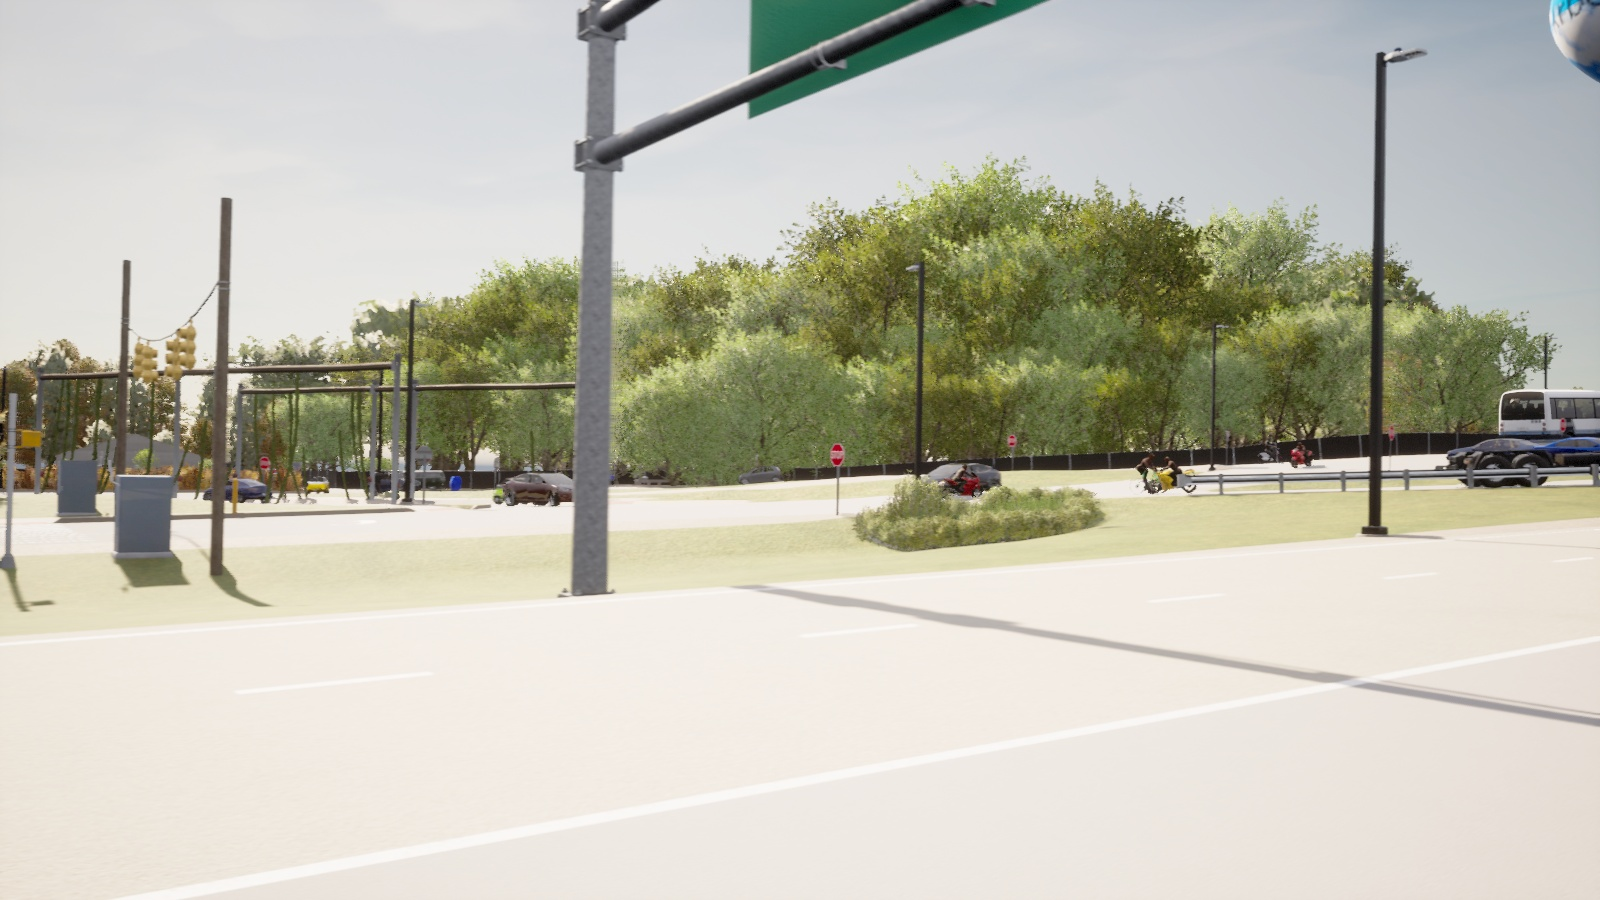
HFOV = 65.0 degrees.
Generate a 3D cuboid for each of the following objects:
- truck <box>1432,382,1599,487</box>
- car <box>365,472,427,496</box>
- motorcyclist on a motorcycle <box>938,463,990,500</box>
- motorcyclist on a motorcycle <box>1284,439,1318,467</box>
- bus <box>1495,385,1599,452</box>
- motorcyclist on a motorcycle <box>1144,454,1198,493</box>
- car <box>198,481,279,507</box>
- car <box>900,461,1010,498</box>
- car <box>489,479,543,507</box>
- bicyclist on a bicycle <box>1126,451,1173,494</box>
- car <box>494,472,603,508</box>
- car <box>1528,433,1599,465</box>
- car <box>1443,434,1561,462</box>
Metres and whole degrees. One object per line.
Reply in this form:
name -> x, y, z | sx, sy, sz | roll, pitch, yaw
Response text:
truck -> 27.309, -0.575, 44.760 | 7.936, 3.462, 2.891 | -2, -1, 12
car -> -29.995, 2.534, 93.178 | 3.988, 1.617, 1.851 | -3, -1, 17
motorcyclist on a motorcycle -> 7.040, 1.345, 53.850 | 2.044, 1.523, 0.797 | -2, -1, -24
motorcyclist on a motorcycle -> 29.040, 0.172, 72.774 | 2.044, 1.523, 0.797 | -3, 2, -36
bus -> 51.789, -2.146, 84.939 | 10.273, 4.253, 3.944 | -2, 1, -33
motorcyclist on a motorcycle -> 15.171, 0.964, 51.338 | 2.044, 1.523, 0.797 | -2, -2, 18
car -> -32.672, 2.552, 73.049 | 4.674, 1.442, 1.812 | -1, -2, 29
car -> 7.132, 1.327, 57.597 | 4.792, 1.488, 2.163 | -2, 1, -36
car -> -14.258, 2.132, 62.983 | 2.207, 1.376, 1.481 | -1, -2, 30
bicyclist on a bicycle -> 13.633, 0.899, 48.976 | 0.582, 1.620, 1.656 | 1, -3, -45
car -> -10.954, 1.756, 54.525 | 4.792, 1.488, 2.163 | -2, -3, 41
car -> 39.639, -0.070, 62.978 | 1.882, 1.535, 5.008 | -3, 1, -36
car -> 38.971, -0.101, 69.883 | 2.033, 1.411, 5.357 | -3, 2, -35
